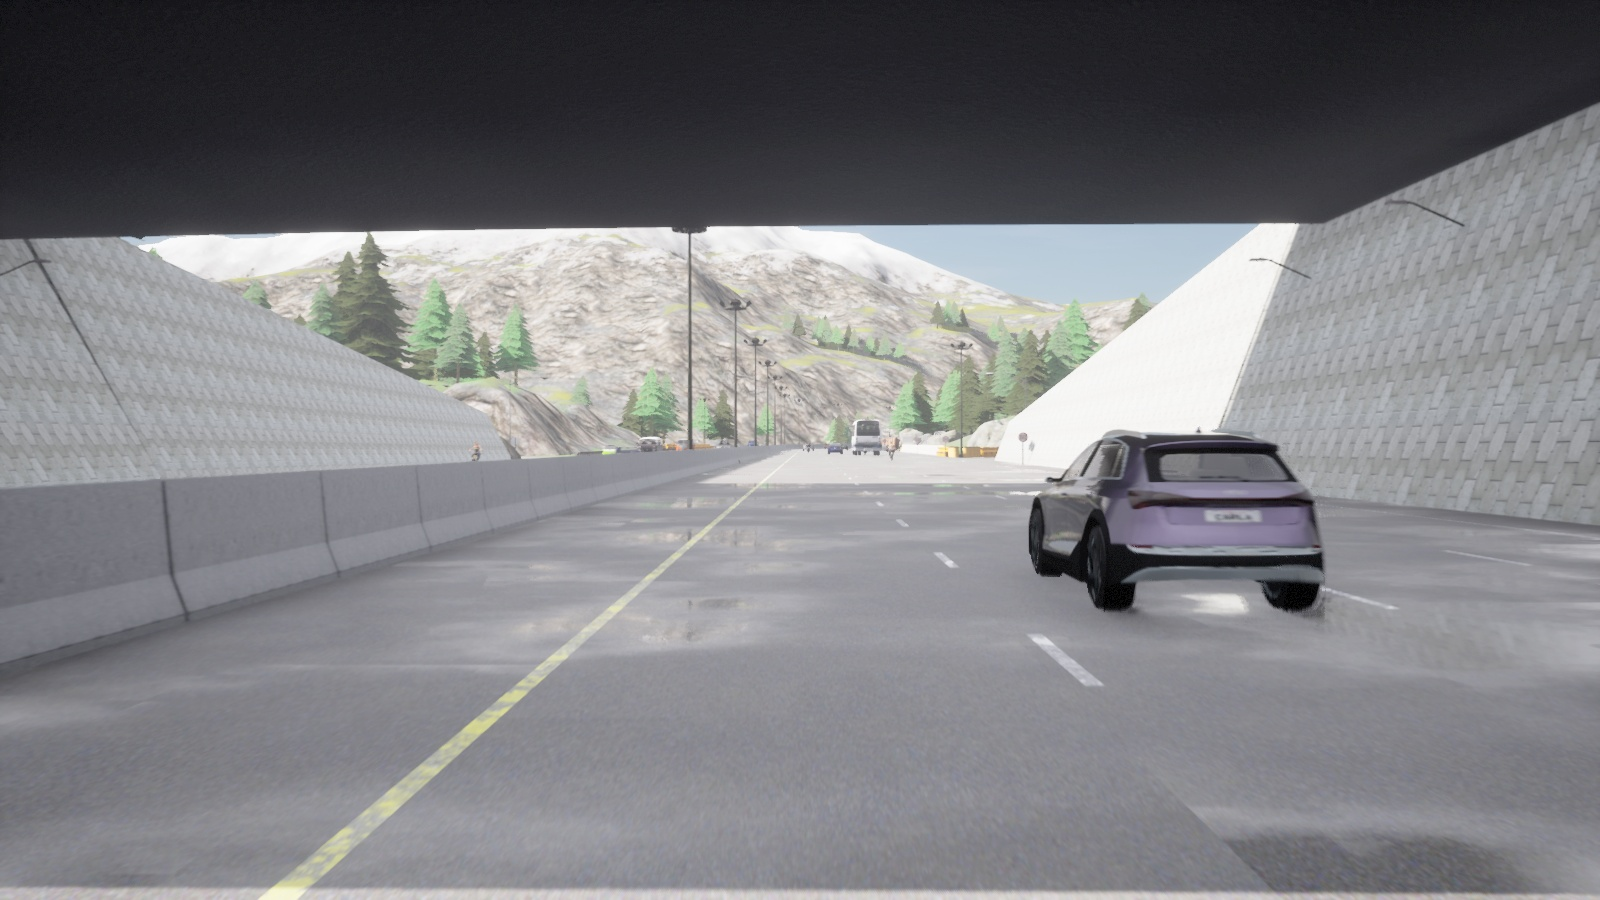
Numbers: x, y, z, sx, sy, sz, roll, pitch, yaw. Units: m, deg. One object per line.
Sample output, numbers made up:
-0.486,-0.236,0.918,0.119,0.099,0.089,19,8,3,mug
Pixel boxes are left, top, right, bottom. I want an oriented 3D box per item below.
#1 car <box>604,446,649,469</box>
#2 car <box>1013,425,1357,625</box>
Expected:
-10.019,0.429,72.777,1.895,1.301,4.718,0,0,0,car
3.588,0.607,12.787,2.033,1.649,4.856,0,0,0,car
